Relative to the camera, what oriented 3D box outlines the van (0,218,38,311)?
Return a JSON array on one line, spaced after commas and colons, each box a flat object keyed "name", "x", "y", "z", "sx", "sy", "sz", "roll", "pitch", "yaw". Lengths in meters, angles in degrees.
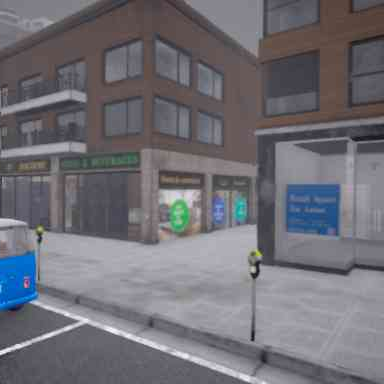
[{"name": "van", "x": -4.683, "y": 1.339, "z": 6.407, "sx": 3.998, "sy": 1.788, "sz": 1.690, "roll": 0, "pitch": 1, "yaw": 35}]
